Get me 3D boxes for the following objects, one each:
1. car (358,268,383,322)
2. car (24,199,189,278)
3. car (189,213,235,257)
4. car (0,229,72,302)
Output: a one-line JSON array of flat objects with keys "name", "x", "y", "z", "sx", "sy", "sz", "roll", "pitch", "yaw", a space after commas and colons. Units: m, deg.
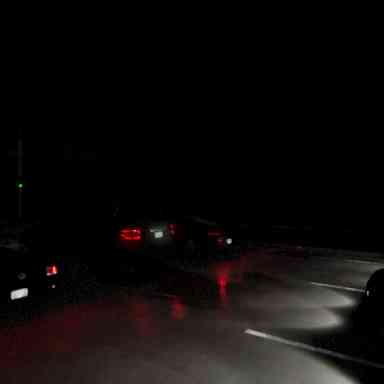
[{"name": "car", "x": 5.320, "y": 1.545, "z": 4.500, "sx": 5.357, "sy": 1.411, "sz": 2.033, "roll": 0, "pitch": 0, "yaw": 35}, {"name": "car", "x": -3.056, "y": 1.232, "z": 10.419, "sx": 5.566, "sy": 2.045, "sz": 2.150, "roll": 0, "pitch": 0, "yaw": 36}, {"name": "car", "x": -0.569, "y": 1.535, "z": 12.938, "sx": 4.674, "sy": 1.442, "sz": 1.812, "roll": 0, "pitch": 0, "yaw": 36}, {"name": "car", "x": -5.018, "y": 1.611, "z": 7.517, "sx": 4.718, "sy": 1.301, "sz": 1.895, "roll": 0, "pitch": 0, "yaw": 36}]
